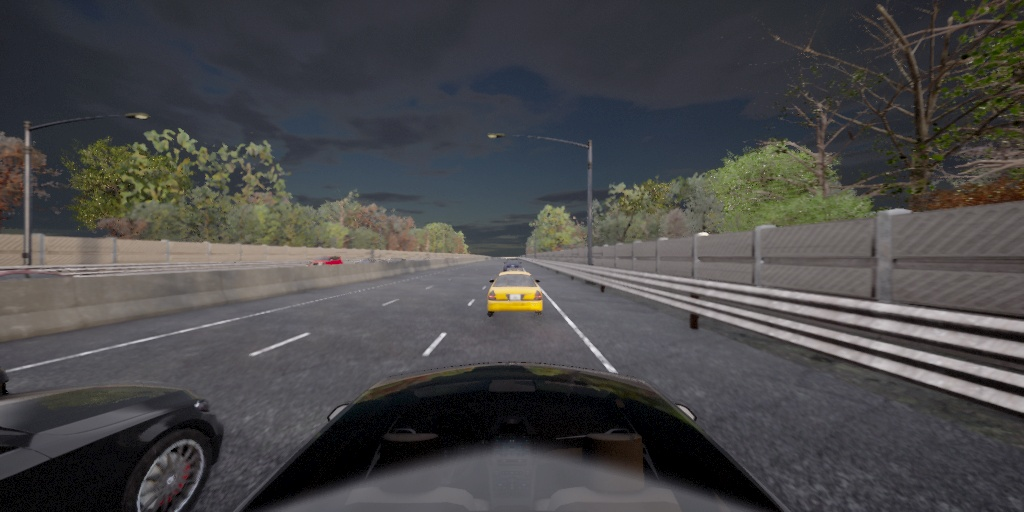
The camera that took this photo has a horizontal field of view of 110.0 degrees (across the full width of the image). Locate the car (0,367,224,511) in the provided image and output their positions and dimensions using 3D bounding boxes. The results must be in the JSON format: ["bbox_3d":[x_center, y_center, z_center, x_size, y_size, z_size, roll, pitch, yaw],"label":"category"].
[{"bbox_3d":[-3.390,1.276,1.096,1.812,1.442,4.674,0,0,0],"label":"car"}]

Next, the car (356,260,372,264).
[{"bbox_3d":[-21.052,1.311,51.785,2.033,1.411,5.357,0,0,1],"label":"car"}]

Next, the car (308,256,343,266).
[{"bbox_3d":[-24.567,0.985,47.539,2.150,2.045,5.566,0,0,0],"label":"car"}]

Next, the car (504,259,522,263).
[{"bbox_3d":[0.105,1.111,41.966,2.097,1.767,4.553,0,0,0],"label":"car"}]

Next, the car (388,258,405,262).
[{"bbox_3d":[-17.547,1.116,54.495,2.097,1.767,4.553,0,0,0],"label":"car"}]

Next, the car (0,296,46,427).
[{"bbox_3d":[-6.902,1.256,2.151,1.837,1.490,4.892,0,0,0],"label":"car"}]

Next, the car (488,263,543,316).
[{"bbox_3d":[0.100,1.209,13.290,1.801,1.575,5.366,0,0,0],"label":"car"}]

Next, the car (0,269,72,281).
[{"bbox_3d":[-17.599,1.232,12.217,1.882,1.535,5.008,0,0,0],"label":"car"}]
